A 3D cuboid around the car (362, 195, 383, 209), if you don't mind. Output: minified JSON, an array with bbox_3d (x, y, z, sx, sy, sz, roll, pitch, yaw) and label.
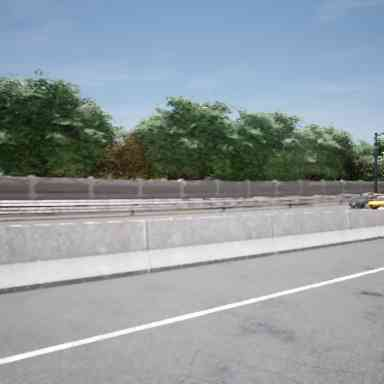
[{"bbox_3d":[20.029,1.159,34.108,5.008,1.535,1.882,-1,1,-33],"label":"car"}]

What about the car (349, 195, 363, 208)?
[{"bbox_3d":[20.044,1.107,38.274,4.892,1.490,1.837,-1,1,-33],"label":"car"}]
